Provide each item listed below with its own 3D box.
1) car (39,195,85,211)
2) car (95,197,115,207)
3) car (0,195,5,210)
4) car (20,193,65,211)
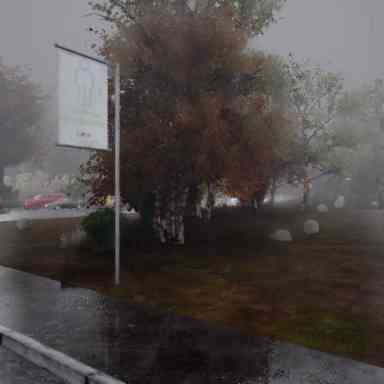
[{"bbox_3d":[-15.435,1.480,40.550,2.128,1.511,4.902,0,0,38],"label":"car"},{"bbox_3d":[-12.321,1.434,50.203,1.882,1.535,5.008,0,0,38],"label":"car"},{"bbox_3d":[-21.618,1.221,32.802,2.150,2.045,5.566,0,0,39],"label":"car"},{"bbox_3d":[-18.621,1.211,42.159,2.150,2.045,5.566,0,0,38],"label":"car"}]
